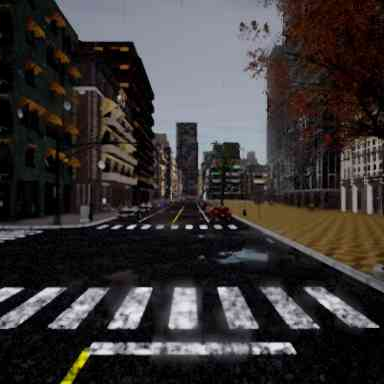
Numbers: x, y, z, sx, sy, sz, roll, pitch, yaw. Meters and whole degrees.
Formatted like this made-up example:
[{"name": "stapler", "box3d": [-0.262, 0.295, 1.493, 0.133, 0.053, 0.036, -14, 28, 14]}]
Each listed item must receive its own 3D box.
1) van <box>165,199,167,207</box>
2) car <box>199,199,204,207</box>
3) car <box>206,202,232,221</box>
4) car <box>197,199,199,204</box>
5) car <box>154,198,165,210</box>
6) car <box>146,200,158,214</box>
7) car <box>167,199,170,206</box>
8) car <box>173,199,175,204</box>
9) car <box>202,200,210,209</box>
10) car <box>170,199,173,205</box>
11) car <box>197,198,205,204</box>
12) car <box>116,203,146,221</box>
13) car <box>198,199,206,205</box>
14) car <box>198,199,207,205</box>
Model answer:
[{"name": "van", "box3d": [-5.823, 2.007, 58.245, 1.690, 1.788, 3.998, 0, -1, 0]}, {"name": "car", "box3d": [2.557, 2.247, 58.261, 1.802, 1.307, 4.206, 0, -1, 0]}, {"name": "car", "box3d": [2.622, 1.884, 30.600, 1.887, 1.381, 4.507, 0, -1, 0]}, {"name": "car", "box3d": [2.530, 2.326, 69.496, 1.752, 1.417, 4.829, 0, -1, 0]}, {"name": "car", "box3d": [-5.810, 2.040, 52.711, 1.967, 1.590, 4.097, 0, -1, 0]}, {"name": "car", "box3d": [-5.784, 2.020, 41.646, 2.008, 1.369, 4.403, 0, -1, 0]}, {"name": "car", "box3d": [-5.836, 2.314, 63.774, 1.802, 1.307, 4.206, 0, -1, 0]}, {"name": "car", "box3d": [-5.902, 2.626, 91.435, 2.008, 1.369, 4.403, 0, -1, 0]}, {"name": "car", "box3d": [2.595, 1.995, 41.835, 1.752, 1.417, 4.829, 0, -1, 0]}, {"name": "car", "box3d": [-5.863, 2.307, 74.840, 1.967, 1.590, 4.097, 0, -1, 0]}, {"name": "car", "box3d": [2.478, 2.514, 91.455, 1.967, 1.590, 4.097, 0, -1, 0]}, {"name": "car", "box3d": [-5.758, 1.891, 30.580, 2.008, 1.369, 4.403, 0, -1, 0]}, {"name": "car", "box3d": [2.492, 2.555, 85.923, 2.008, 1.369, 4.403, 0, -1, 0]}, {"name": "car", "box3d": [2.505, 2.479, 80.391, 1.887, 1.381, 4.507, 0, -1, 0]}]
